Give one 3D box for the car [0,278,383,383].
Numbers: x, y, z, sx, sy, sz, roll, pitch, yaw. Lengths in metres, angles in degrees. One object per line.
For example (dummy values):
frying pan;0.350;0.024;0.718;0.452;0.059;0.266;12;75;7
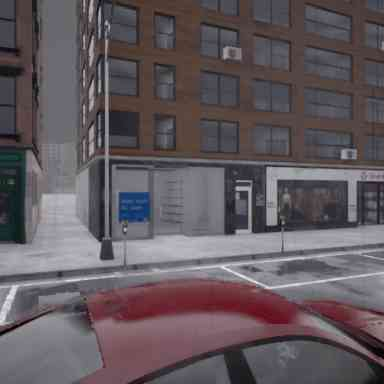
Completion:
car;0.253;1.477;2.517;5.008;1.535;1.882;0;0;-23
